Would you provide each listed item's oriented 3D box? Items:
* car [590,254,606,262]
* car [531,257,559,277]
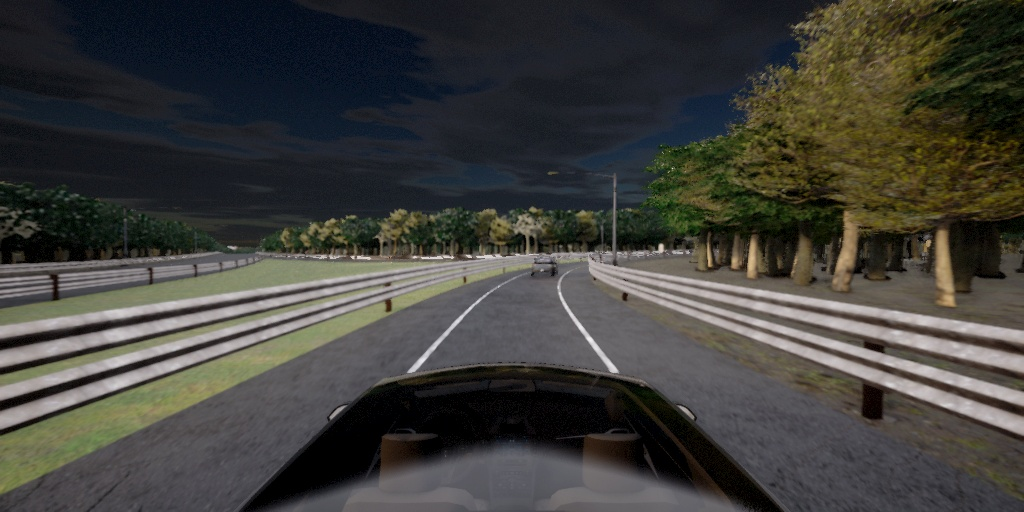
[{"bbox_3d":[13.881,0.316,58.156,1.994,1.385,4.181,1,1,29],"label":"car"},{"bbox_3d":[2.776,0.828,29.528,2.128,1.511,4.902,0,1,12],"label":"car"}]
